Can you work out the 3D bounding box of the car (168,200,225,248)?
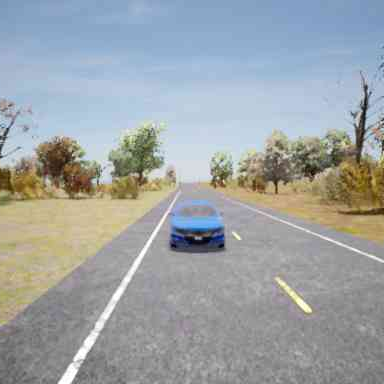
[{"bbox_3d":[0.150,1.098,12.952,1.882,1.535,5.008,0,2,-1],"label":"car"}]
